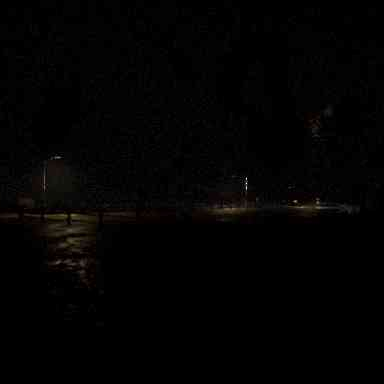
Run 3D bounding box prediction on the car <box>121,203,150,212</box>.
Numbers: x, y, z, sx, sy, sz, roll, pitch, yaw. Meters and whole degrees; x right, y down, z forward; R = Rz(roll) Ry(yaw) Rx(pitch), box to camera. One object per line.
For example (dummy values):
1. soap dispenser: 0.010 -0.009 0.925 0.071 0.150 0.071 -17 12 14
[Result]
1. car: -9.314 2.586 55.605 2.033 1.411 5.357 -1 -2 36
